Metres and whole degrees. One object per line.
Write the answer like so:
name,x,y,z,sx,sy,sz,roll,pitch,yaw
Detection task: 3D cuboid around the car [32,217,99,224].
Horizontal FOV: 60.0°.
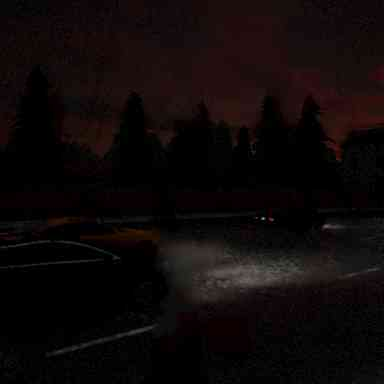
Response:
car,-3.316,1.491,9.980,5.008,1.535,1.882,0,0,-36

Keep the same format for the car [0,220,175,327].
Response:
car,-2.617,1.498,6.179,4.902,1.511,2.128,0,0,-36

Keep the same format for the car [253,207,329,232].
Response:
car,6.271,1.628,20.928,5.357,1.411,2.033,0,0,-34
